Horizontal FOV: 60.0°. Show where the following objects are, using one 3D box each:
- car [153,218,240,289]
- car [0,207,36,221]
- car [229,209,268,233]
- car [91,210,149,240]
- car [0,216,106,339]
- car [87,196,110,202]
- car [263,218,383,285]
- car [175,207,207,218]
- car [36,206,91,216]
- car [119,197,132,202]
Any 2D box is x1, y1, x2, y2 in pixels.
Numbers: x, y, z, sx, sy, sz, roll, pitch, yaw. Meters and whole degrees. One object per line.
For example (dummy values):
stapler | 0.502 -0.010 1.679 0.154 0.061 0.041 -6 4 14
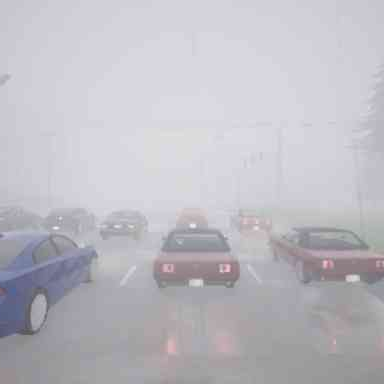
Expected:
car | 0.093 1.653 9.296 1.895 1.301 4.718 0 0 0
car | -10.503 1.600 19.455 2.128 1.511 4.902 0 0 -1
car | 3.460 1.714 20.470 1.895 1.301 4.718 0 0 -2
car | -3.464 1.646 17.750 2.033 1.411 5.357 0 0 -1
car | -3.403 1.516 6.768 1.882 1.535 5.008 0 0 0
car | -24.531 2.024 87.477 5.357 1.411 2.033 0 0 42
car | 3.594 1.655 9.649 1.895 1.301 4.718 0 0 0
car | -0.022 1.638 20.204 1.812 1.442 4.674 0 0 -2
car | -7.003 1.613 19.487 1.837 1.490 4.892 0 0 -1
car | -18.228 2.027 91.013 1.812 1.442 4.674 0 0 -44
